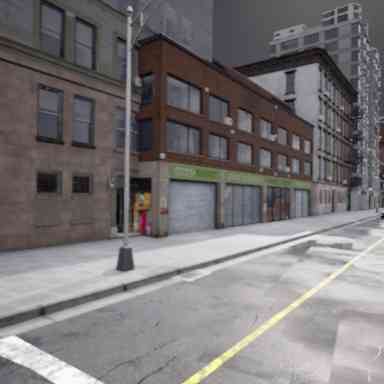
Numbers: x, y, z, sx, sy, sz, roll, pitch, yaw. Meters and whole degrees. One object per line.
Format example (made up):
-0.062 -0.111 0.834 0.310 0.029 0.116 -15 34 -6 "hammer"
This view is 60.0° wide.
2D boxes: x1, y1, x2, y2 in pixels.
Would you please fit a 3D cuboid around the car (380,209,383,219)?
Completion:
22.115 2.240 36.663 2.033 1.411 5.357 0 -1 36 "car"
